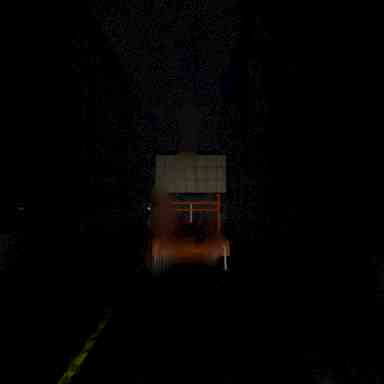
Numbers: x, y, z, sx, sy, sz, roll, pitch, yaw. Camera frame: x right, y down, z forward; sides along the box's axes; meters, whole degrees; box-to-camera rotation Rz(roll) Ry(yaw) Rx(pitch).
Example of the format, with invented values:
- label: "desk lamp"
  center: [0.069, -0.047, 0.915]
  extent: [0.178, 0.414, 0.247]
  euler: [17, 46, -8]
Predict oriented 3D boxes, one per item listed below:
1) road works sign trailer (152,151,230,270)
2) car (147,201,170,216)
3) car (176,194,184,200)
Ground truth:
- label: "road works sign trailer"
  center: [-0.034, 0.463, 10.987]
  extent: [2.380, 3.560, 2.880]
  euler: [0, 0, 0]
- label: "car"
  center: [-3.210, 1.596, 32.469]
  extent: [1.895, 1.301, 4.718]
  euler: [0, 0, 0]
- label: "car"
  center: [-3.324, 1.274, 94.521]
  extent: [2.097, 1.767, 4.553]
  euler: [0, 0, 0]
